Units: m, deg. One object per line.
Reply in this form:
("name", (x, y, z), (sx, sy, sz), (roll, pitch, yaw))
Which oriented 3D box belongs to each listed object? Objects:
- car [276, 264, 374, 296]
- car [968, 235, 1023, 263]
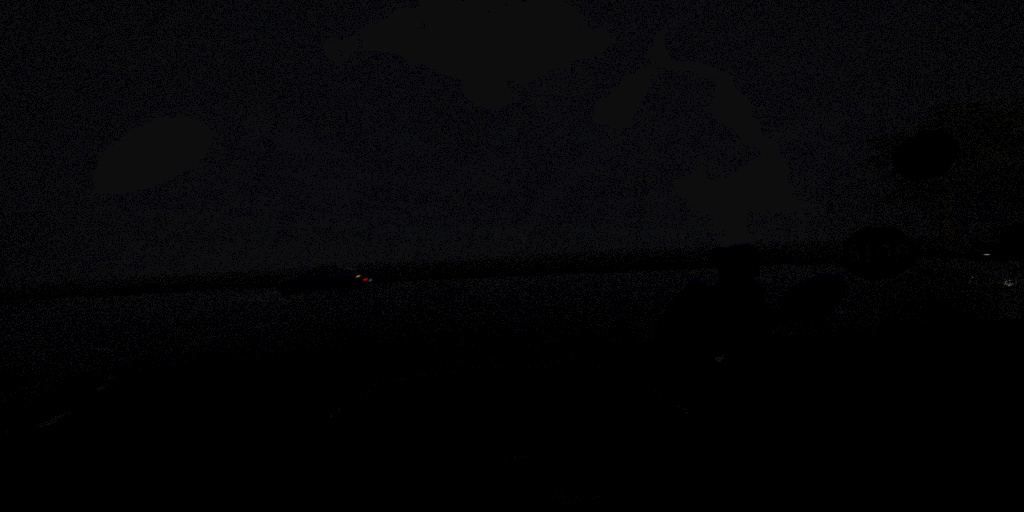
("car", (-9.716, 1.186, 18.754), (4.674, 1.442, 1.812), (-3, 3, 0))
("car", (27.704, -0.610, 18.832), (5.566, 2.045, 2.150), (-4, 3, 0))
